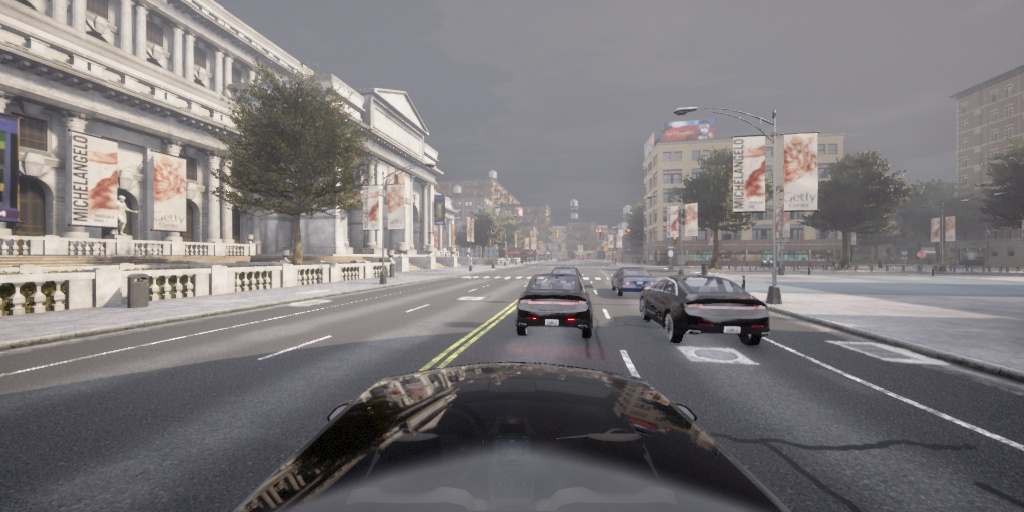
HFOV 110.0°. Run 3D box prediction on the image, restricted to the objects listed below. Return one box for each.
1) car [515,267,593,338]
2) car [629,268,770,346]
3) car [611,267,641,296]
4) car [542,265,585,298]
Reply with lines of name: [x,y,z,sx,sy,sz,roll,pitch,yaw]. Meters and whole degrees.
car: [1.265,1.242,10.248,2.128,1.511,4.902,0,0,9]
car: [4.699,1.241,9.459,2.128,1.511,4.902,0,0,9]
car: [6.386,1.297,19.080,2.033,1.411,5.357,0,0,11]
car: [2.937,1.297,19.724,2.033,1.411,5.357,0,0,11]
